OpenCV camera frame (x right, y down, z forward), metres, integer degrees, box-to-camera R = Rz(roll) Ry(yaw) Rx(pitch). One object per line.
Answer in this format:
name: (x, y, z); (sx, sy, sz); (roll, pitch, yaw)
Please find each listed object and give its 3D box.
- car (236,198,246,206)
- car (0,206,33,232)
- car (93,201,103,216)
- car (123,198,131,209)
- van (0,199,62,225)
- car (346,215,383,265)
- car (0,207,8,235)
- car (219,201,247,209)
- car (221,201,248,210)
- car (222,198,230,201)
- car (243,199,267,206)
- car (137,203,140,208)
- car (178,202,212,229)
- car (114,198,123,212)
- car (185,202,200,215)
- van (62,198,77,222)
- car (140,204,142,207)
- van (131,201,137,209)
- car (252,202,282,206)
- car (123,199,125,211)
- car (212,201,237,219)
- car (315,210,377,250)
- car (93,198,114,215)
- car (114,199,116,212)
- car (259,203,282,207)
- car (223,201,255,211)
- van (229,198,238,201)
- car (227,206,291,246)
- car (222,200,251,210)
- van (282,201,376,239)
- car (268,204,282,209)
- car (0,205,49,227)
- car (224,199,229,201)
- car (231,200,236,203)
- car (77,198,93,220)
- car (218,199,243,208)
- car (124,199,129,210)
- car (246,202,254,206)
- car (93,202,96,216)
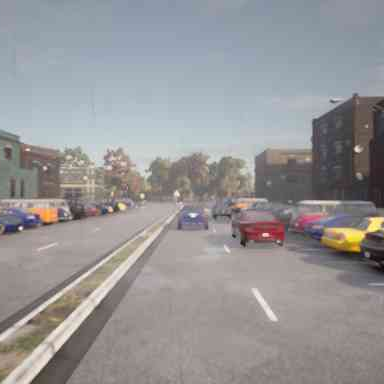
car: (7.628, 1.861, 37.469); (4.553, 1.767, 2.185); (0, -1, 0)
car: (-12.542, 1.740, 19.740); (4.792, 1.488, 2.163); (0, -1, 0)
car: (-12.574, 2.007, 36.348); (4.674, 1.452, 2.002); (0, -1, 0)
car: (-12.614, 2.130, 53.087); (4.553, 1.767, 2.185); (0, -1, 0)
van: (-12.691, 1.566, 25.302); (4.442, 1.987, 1.878); (0, -1, 0)
car: (7.622, 1.596, 9.900); (4.892, 1.521, 2.231); (0, -1, 0)
car: (-12.564, 1.674, 16.962); (4.892, 1.521, 2.231); (0, -1, 0)
car: (7.575, 2.385, 62.283); (5.008, 1.535, 2.097); (0, -1, 0)
car: (7.570, 2.385, 59.527); (4.674, 1.452, 2.002); (0, -1, 0)
car: (7.613, 1.919, 48.500); (5.566, 2.045, 2.435); (0, -1, 0)
car: (7.572, 1.774, 31.955); (4.553, 1.767, 2.185); (0, -1, 0)
car: (-12.617, 2.259, 61.431); (4.553, 1.767, 2.185); (0, -1, 0)
car: (0.072, 1.657, 24.237); (2.097, 1.767, 4.553); (0, -1, 0)
car: (-12.609, 1.859, 44.754); (5.566, 2.045, 2.435); (0, -1, 0)
car: (0.052, 2.058, 41.917); (1.882, 1.535, 5.008); (0, -1, 0)
van: (-12.458, 1.608, 28.079); (4.442, 1.987, 1.878); (0, -1, 0)
car: (-12.558, 2.478, 66.864); (4.792, 1.488, 2.163); (0, -1, 0)
van: (-12.468, 2.120, 58.524); (4.442, 1.987, 1.878); (0, -1, 0)
car: (7.603, 1.818, 26.440); (4.892, 1.521, 2.231); (0, -1, 0)
car: (-12.588, 2.160, 47.528); (4.892, 1.521, 2.231); (0, -1, 0)
car: (3.065, 2.012, 34.800); (2.033, 1.411, 5.357); (0, -1, 0)
car: (7.810, 1.626, 12.656); (5.366, 1.575, 1.946); (0, -1, 0)
car: (-12.550, 1.761, 39.070); (5.566, 2.045, 2.435); (0, -1, 0)
car: (-12.765, 2.059, 41.970); (5.366, 1.575, 1.946); (0, -1, 0)
car: (7.606, 1.778, 23.683); (4.892, 1.521, 2.231); (0, -1, 0)
car: (7.585, 2.264, 54.008); (4.892, 1.521, 2.231); (0, -1, 0)
van: (7.474, 1.851, 42.985); (4.442, 1.987, 1.878); (0, -1, 0)
car: (3.093, 1.676, 16.407); (1.882, 1.535, 5.008); (0, -1, 0)
car: (7.544, 2.180, 56.772); (4.553, 1.767, 2.185); (0, -1, 0)
van: (7.501, 1.474, 18.050); (4.442, 1.987, 1.878); (0, -1, 0)
car: (7.609, 1.739, 20.928); (4.892, 1.521, 2.231); (0, -1, 0)
car: (-12.570, 1.789, 22.394); (4.674, 1.452, 2.002); (0, -1, 0)
car: (7.402, 2.121, 45.738); (5.366, 1.575, 1.946); (0, -1, 0)
car: (7.600, 2.031, 40.224); (5.008, 1.535, 2.097); (0, -1, 0)
car: (-12.604, 1.627, 30.860); (5.566, 2.045, 2.435); (0, -1, 0)
car: (7.535, 2.295, 65.047); (4.553, 1.767, 2.185); (0, -1, 0)
car: (-12.577, 2.205, 50.182); (5.008, 1.535, 2.097); (0, -1, 0)
car: (7.600, 1.859, 29.197); (4.892, 1.521, 2.231); (0, -1, 0)
car: (-12.574, 1.962, 33.634); (4.674, 1.452, 2.002); (0, -1, 0)
